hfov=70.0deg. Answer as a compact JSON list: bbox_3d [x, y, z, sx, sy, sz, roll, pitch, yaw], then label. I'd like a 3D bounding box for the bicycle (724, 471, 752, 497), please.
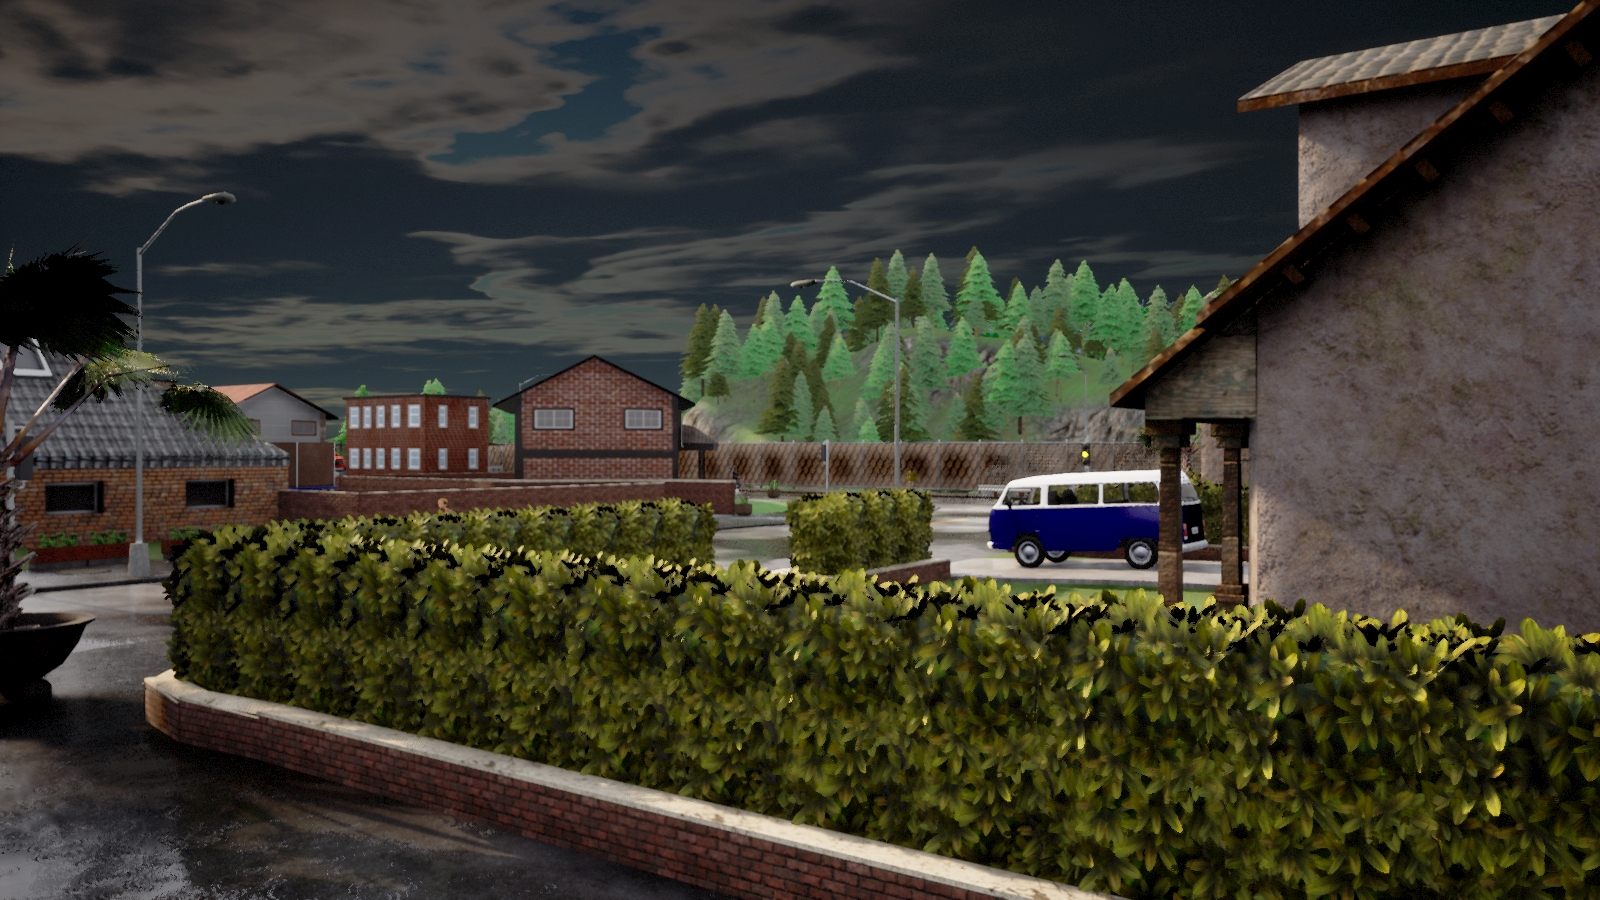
[{"bbox_3d":[-3.643,1.992,67.431,1.835,1.471,0.329,0,0,35],"label":"bicycle"}]

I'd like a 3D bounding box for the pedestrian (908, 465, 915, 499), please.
[{"bbox_3d":[6.232,1.797,63.873,0.375,1.860,0.375,0,0,15],"label":"pedestrian"}]
